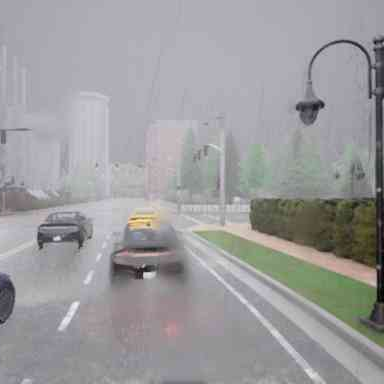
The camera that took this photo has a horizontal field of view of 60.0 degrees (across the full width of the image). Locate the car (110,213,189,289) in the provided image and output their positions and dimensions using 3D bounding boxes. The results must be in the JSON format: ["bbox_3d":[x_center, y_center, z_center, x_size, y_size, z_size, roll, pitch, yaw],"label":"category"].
[{"bbox_3d":[-1.243,1.596,9.550,2.128,1.511,4.902,0,-1,-8],"label":"car"}]

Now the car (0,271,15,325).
[{"bbox_3d":[-4.019,1.577,4.217,1.812,1.442,4.674,0,0,-6],"label":"car"}]

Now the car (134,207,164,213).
[{"bbox_3d":[-2.804,1.702,20.903,1.882,1.535,5.008,0,-1,-4],"label":"car"}]

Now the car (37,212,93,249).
[{"bbox_3d":[-5.797,1.665,15.598,2.128,1.511,4.902,0,-1,-10],"label":"car"}]
